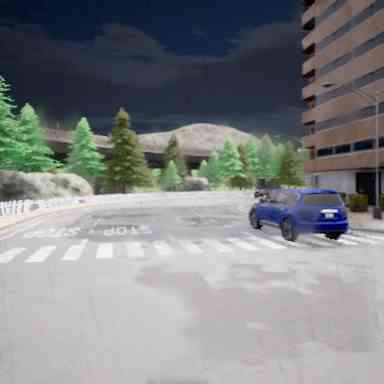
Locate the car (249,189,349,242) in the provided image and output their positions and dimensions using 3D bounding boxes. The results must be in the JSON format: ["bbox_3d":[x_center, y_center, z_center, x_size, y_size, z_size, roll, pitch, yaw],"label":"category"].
[{"bbox_3d":[4.427,0.865,14.717,2.150,2.045,5.566,-1,2,-12],"label":"car"}]

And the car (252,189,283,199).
[{"bbox_3d":[11.950,0.299,52.657,4.892,1.490,1.837,-1,0,-33],"label":"car"}]
